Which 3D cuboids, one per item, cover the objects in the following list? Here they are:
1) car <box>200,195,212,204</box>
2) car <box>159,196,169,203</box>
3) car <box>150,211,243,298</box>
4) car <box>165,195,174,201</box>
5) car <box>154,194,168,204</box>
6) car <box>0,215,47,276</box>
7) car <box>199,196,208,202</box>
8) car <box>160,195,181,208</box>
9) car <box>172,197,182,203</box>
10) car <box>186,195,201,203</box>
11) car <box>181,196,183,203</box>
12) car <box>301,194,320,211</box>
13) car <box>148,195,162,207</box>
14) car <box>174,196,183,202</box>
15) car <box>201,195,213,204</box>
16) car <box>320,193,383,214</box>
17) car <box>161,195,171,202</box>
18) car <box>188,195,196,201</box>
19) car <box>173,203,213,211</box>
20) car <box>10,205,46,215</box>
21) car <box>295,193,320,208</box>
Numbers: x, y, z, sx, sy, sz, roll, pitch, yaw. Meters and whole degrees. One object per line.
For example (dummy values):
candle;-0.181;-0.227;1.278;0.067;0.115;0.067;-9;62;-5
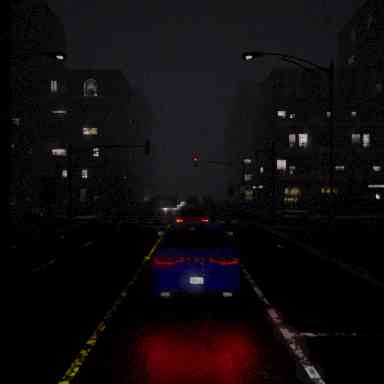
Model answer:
car;2.625;1.461;63.195;1.967;1.590;4.097;0;0;0
car;-5.761;1.551;68.697;1.752;1.417;4.829;0;0;0
car;0.094;1.477;8.590;1.882;1.535;5.008;0;0;0
car;-5.779;1.480;85.915;1.967;1.590;4.097;0;0;0
car;-5.756;1.336;63.184;2.192;1.841;5.009;0;0;0
car;-5.750;1.582;9.796;1.802;1.307;4.206;0;0;0
car;2.614;1.612;74.560;1.802;1.307;4.206;0;0;0
car;-3.130;1.560;49.190;2.033;1.411;5.357;0;0;-1
car;-3.081;1.626;68.180;1.895;1.301;4.718;0;0;0
car;0.046;1.495;57.159;1.882;1.535;5.008;0;0;0
car;-3.139;1.370;58.672;2.097;1.767;4.553;0;0;0
car;14.747;1.205;35.587;4.892;1.490;1.837;-1;0;-1
car;-5.743;1.580;51.819;1.947;1.339;4.313;0;0;0
car;-3.082;1.621;78.519;1.895;1.301;4.718;0;0;0
car;2.630;1.458;57.512;1.967;1.590;4.097;0;0;0
car;14.664;1.029;29.778;5.009;1.841;2.192;-1;1;-1
car;-5.767;1.470;74.549;1.967;1.590;4.097;0;0;0
car;-0.092;1.570;90.509;2.128;1.511;4.902;0;0;0
car;0.080;1.526;17.931;1.812;1.442;4.674;0;0;1
car;-16.708;1.888;32.080;4.718;1.301;1.895;-1;0;-1
car;14.521;1.015;38.156;5.009;1.841;2.192;-1;1;-1
